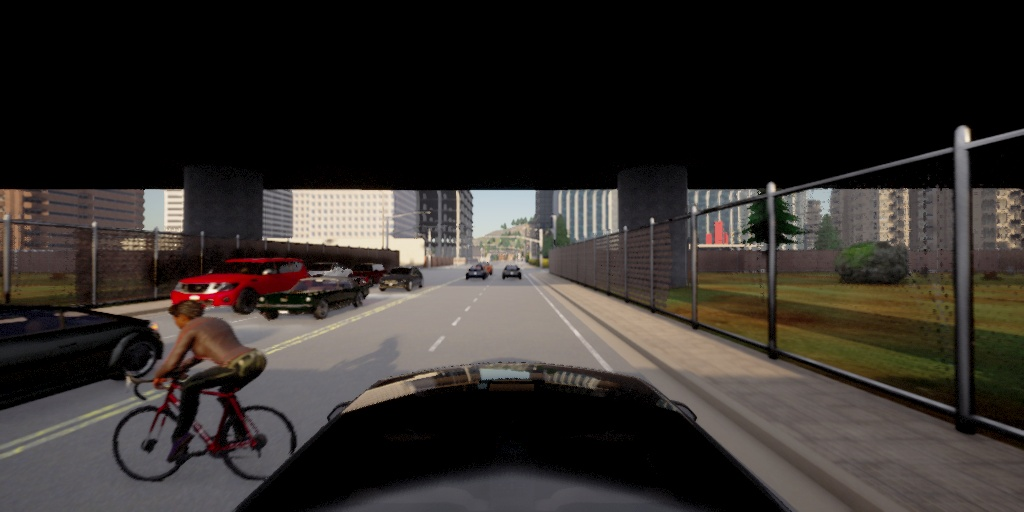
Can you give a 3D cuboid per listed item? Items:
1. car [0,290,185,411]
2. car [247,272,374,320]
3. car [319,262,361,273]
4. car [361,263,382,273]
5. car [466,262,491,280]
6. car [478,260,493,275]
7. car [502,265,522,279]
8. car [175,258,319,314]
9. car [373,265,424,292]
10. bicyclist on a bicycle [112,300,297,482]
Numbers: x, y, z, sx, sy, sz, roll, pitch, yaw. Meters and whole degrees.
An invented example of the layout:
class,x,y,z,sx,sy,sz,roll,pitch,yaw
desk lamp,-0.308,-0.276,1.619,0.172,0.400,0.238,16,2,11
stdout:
class,x,y,z,sx,sy,sz,roll,pitch,yaw
car,-7.098,1.341,4.537,1.994,1.385,4.181,0,-1,0
car,-7.120,1.458,13.378,1.895,1.301,4.718,0,-1,0
car,-10.539,1.059,20.194,1.812,1.442,4.674,0,-1,0
car,-10.608,1.323,25.870,2.097,1.767,4.553,0,0,0
car,-3.487,1.625,36.026,1.994,1.385,4.181,0,-1,0
car,-3.530,1.500,45.664,2.097,1.767,4.553,0,-1,0
car,0.008,1.631,36.721,1.994,1.385,4.181,0,-1,0
car,-10.622,1.094,14.751,2.150,2.045,5.566,0,-1,0
car,-7.117,1.454,23.523,1.837,1.490,4.892,0,-1,0
bicyclist on a bicycle,-2.753,1.217,3.211,1.656,1.620,0.582,-1,-1,0
